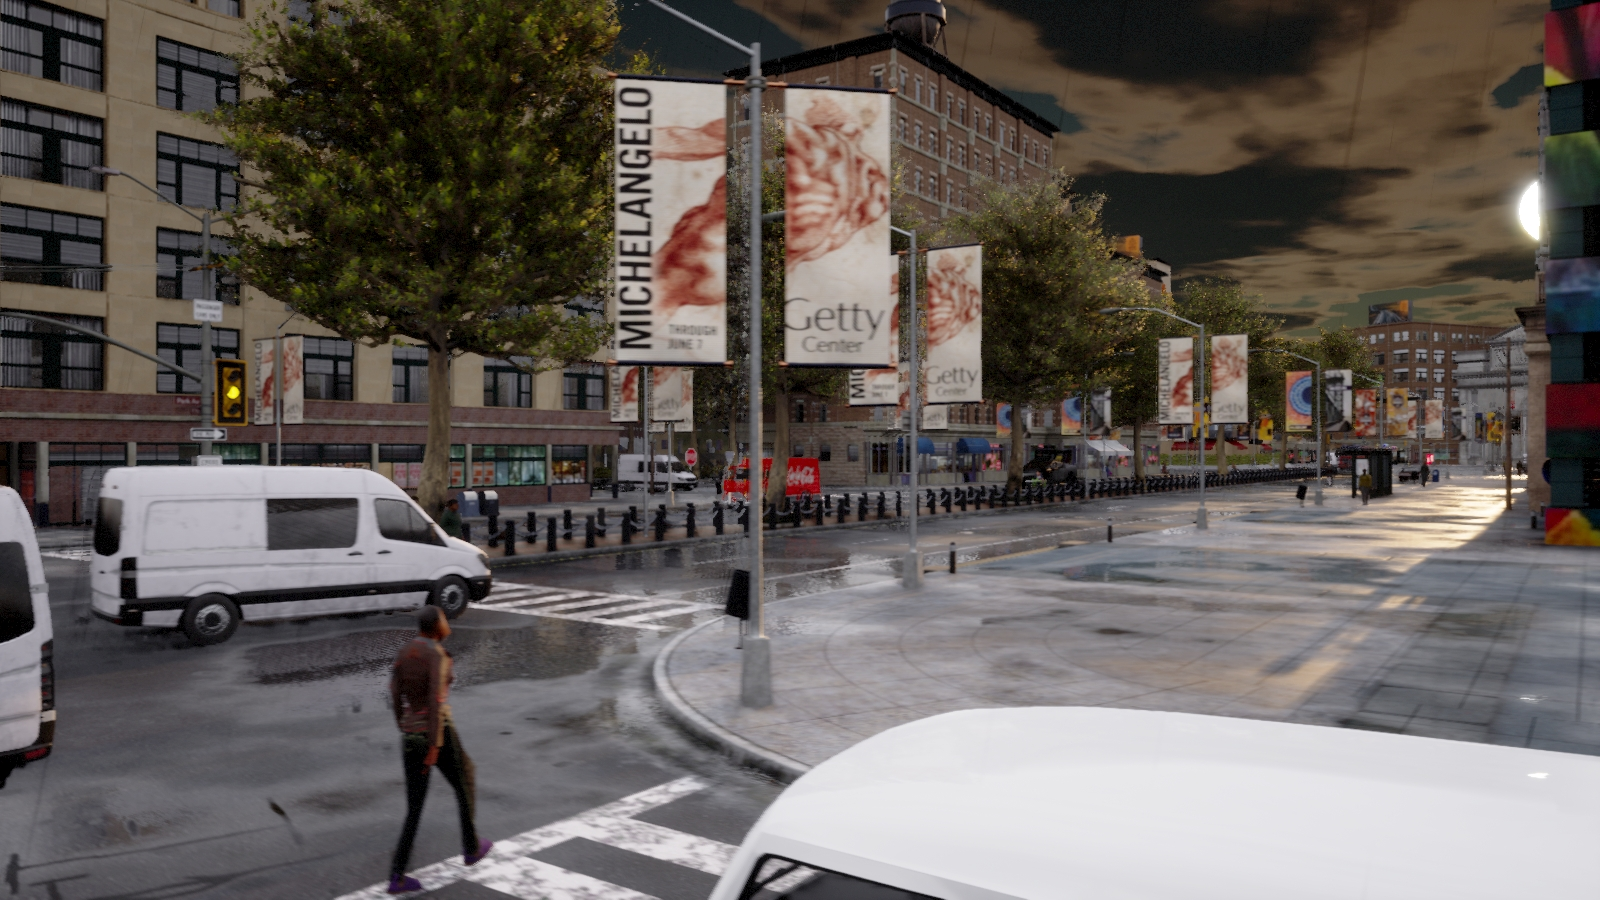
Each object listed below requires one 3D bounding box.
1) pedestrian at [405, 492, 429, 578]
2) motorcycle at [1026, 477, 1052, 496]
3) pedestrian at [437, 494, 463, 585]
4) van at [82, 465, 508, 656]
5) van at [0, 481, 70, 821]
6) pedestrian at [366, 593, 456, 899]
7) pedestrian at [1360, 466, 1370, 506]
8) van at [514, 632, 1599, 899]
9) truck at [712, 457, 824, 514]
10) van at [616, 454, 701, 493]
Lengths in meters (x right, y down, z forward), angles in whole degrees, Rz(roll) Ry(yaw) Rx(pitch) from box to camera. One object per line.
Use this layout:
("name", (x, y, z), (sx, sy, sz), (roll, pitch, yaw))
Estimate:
("pedestrian", (-8.450, 1.865, 25.211), (0.375, 1.860, 0.375), (0, 0, 38))
("motorcycle", (14.676, 2.234, 70.162), (0.803, 1.145, 2.033), (0, 0, 35))
("pedestrian", (-7.296, 1.863, 23.832), (0.375, 1.860, 0.375), (0, 0, 18))
("van", (-7.875, 1.545, 18.373), (5.915, 2.561, 1.988), (1, 0, -43))
("van", (-8.806, 1.545, 9.990), (5.915, 2.561, 1.988), (0, 0, 35))
("pedestrian", (-2.430, 1.854, 7.152), (0.375, 1.860, 0.375), (0, 0, 26))
("pedestrian", (26.590, 1.704, 53.776), (0.375, 1.860, 0.375), (0, 0, 36))
("van", (1.643, 1.784, 2.664), (4.480, 2.038, 2.069), (0, 0, 36))
("truck", (-1.421, 1.591, 53.192), (2.627, 2.467, 5.204), (0, 0, 35))
("van", (-9.674, 1.572, 77.964), (5.915, 2.561, 1.988), (0, 0, 33))
